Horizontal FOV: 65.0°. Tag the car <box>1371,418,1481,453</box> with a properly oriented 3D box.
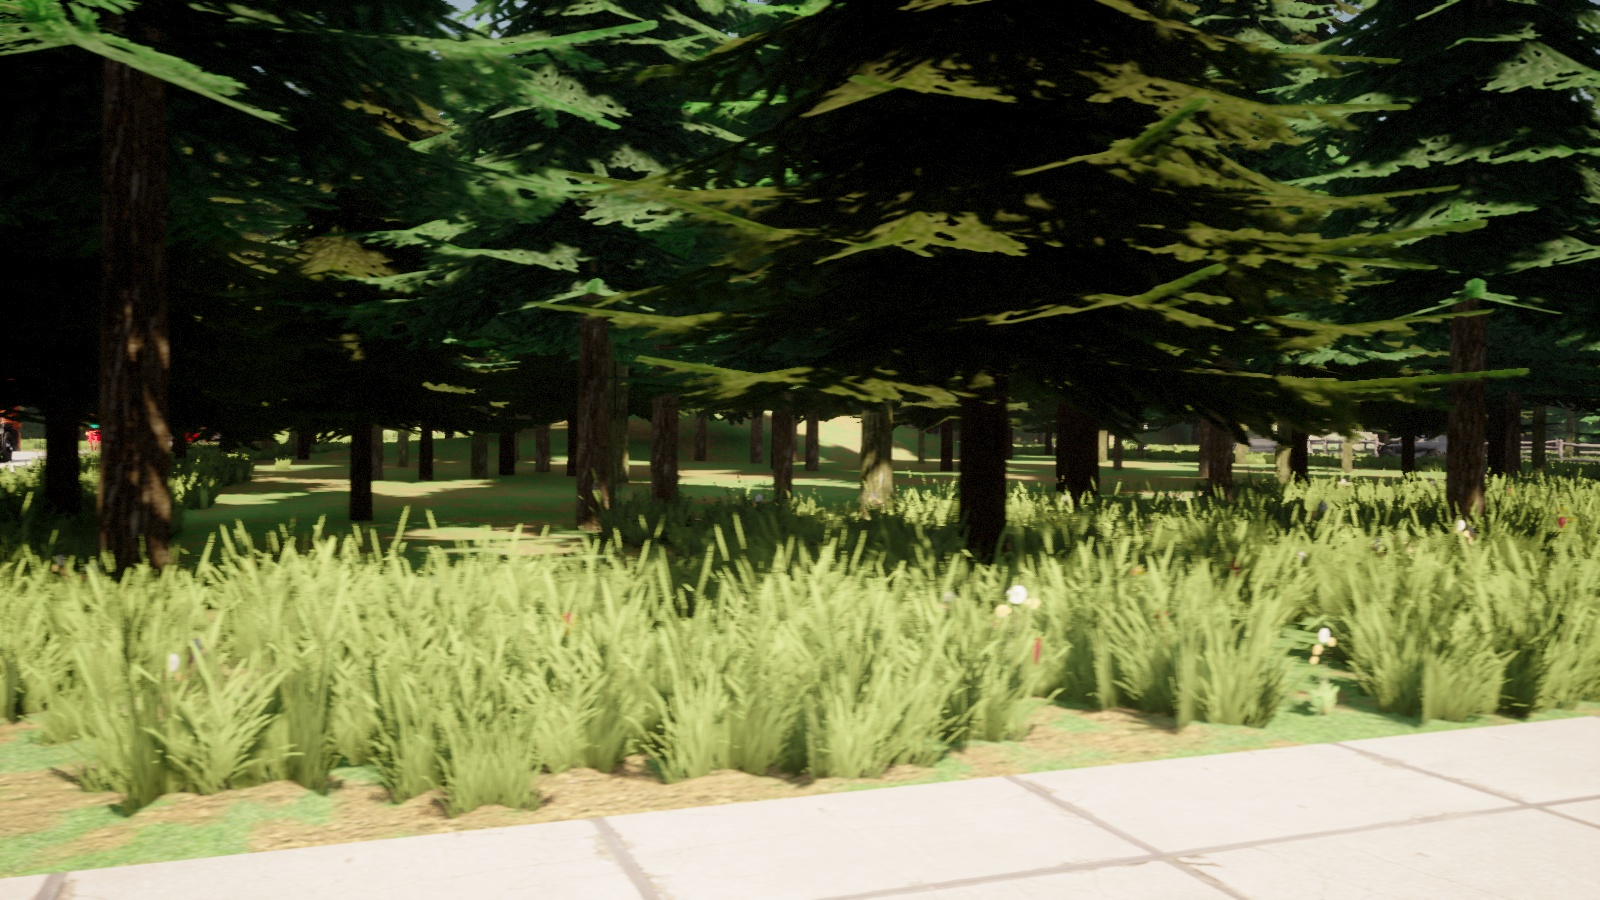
[{"bbox_3d":[31.289,-0.744,62.951,2.033,1.649,4.856,-1,1,-20],"label":"car"}]

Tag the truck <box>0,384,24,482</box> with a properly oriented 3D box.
[{"bbox_3d":[-29.605,-0.582,43.598,2.891,3.462,7.936,-1,1,-20],"label":"truck"}]

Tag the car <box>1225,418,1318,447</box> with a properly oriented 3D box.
[{"bbox_3d":[27.374,-1.019,73.152,2.152,1.651,5.027,-1,1,-24],"label":"car"}]

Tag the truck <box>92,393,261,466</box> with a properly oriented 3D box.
[{"bbox_3d":[-35.007,-1.159,70.920,2.891,3.827,8.468,-1,1,26],"label":"truck"}]

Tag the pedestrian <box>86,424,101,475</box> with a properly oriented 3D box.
[{"bbox_3d":[-26.025,-0.027,46.262,0.345,1.836,0.594,-1,1,-39],"label":"pedestrian"}]
